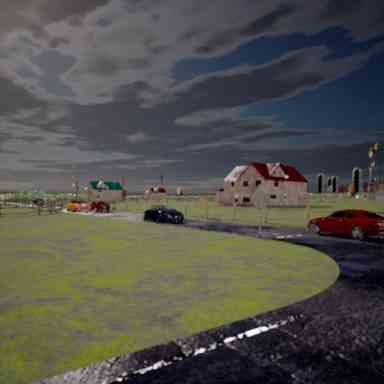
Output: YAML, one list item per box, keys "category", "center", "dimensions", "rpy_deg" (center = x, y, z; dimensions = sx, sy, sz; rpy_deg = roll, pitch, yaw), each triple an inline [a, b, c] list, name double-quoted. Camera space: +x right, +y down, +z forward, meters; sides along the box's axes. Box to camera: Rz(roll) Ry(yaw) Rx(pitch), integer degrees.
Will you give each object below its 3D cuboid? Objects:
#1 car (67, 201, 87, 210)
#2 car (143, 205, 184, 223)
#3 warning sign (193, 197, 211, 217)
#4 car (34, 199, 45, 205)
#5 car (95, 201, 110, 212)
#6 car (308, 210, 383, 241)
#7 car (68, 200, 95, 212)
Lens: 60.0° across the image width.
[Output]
- category: "car"
  center: [-19.286, 2.203, 55.696]
  dimensions: [1.812, 1.442, 4.674]
  rpy_deg: [2, -2, -36]
- category: "car"
  center: [-2.399, 1.787, 27.484]
  dimensions: [1.994, 1.385, 4.181]
  rpy_deg: [2, -2, -36]
- category: "warning sign"
  center: [0.995, 1.471, 31.871]
  dimensions: [1.300, 1.860, 1.060]
  rpy_deg: [2, -1, -36]
- category: "car"
  center: [-38.895, 2.502, 84.451]
  dimensions: [2.097, 1.767, 4.553]
  rpy_deg: [2, -2, -36]
- category: "car"
  center: [-13.376, 2.033, 47.611]
  dimensions: [1.882, 1.535, 5.008]
  rpy_deg: [1, -2, -35]
- category: "car"
  center: [8.181, 1.641, 17.343]
  dimensions: [1.812, 1.442, 4.674]
  rpy_deg: [2, -2, -23]
- category: "car"
  center: [-15.489, 1.841, 45.673]
  dimensions: [2.097, 1.767, 4.553]
  rpy_deg: [1, -2, -35]
